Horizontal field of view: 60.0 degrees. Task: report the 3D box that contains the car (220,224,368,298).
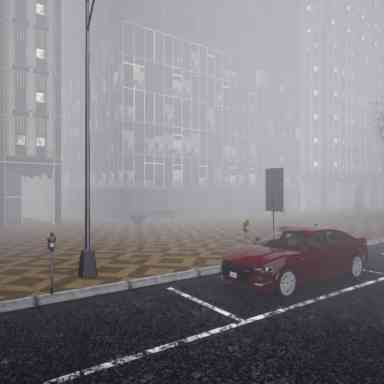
[{"bbox_3d":[2.719,1.545,8.501,4.507,1.381,1.887,0,0,-36],"label":"car"}]
